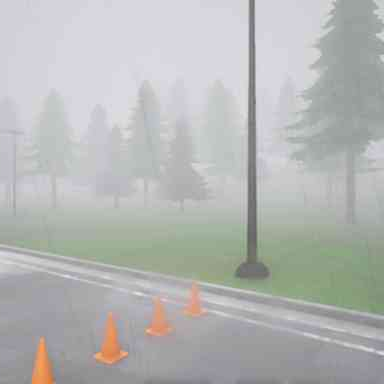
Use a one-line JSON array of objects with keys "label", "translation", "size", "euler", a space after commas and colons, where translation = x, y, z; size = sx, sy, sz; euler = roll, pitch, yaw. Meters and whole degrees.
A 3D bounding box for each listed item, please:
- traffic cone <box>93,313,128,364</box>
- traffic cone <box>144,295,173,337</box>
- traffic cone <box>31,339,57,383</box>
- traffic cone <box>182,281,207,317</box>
[{"label": "traffic cone", "translation": [-1.110, 1.957, 4.562], "size": [0.340, 0.580, 0.340], "euler": [0, 0, 35]}, {"label": "traffic cone", "translation": [-0.533, 1.957, 5.378], "size": [0.340, 0.580, 0.340], "euler": [0, 0, 35]}, {"label": "traffic cone", "translation": [-1.687, 1.957, 3.745], "size": [0.340, 0.580, 0.340], "euler": [0, 0, 35]}, {"label": "traffic cone", "translation": [0.044, 1.957, 6.195], "size": [0.340, 0.580, 0.340], "euler": [0, 0, 35]}]
